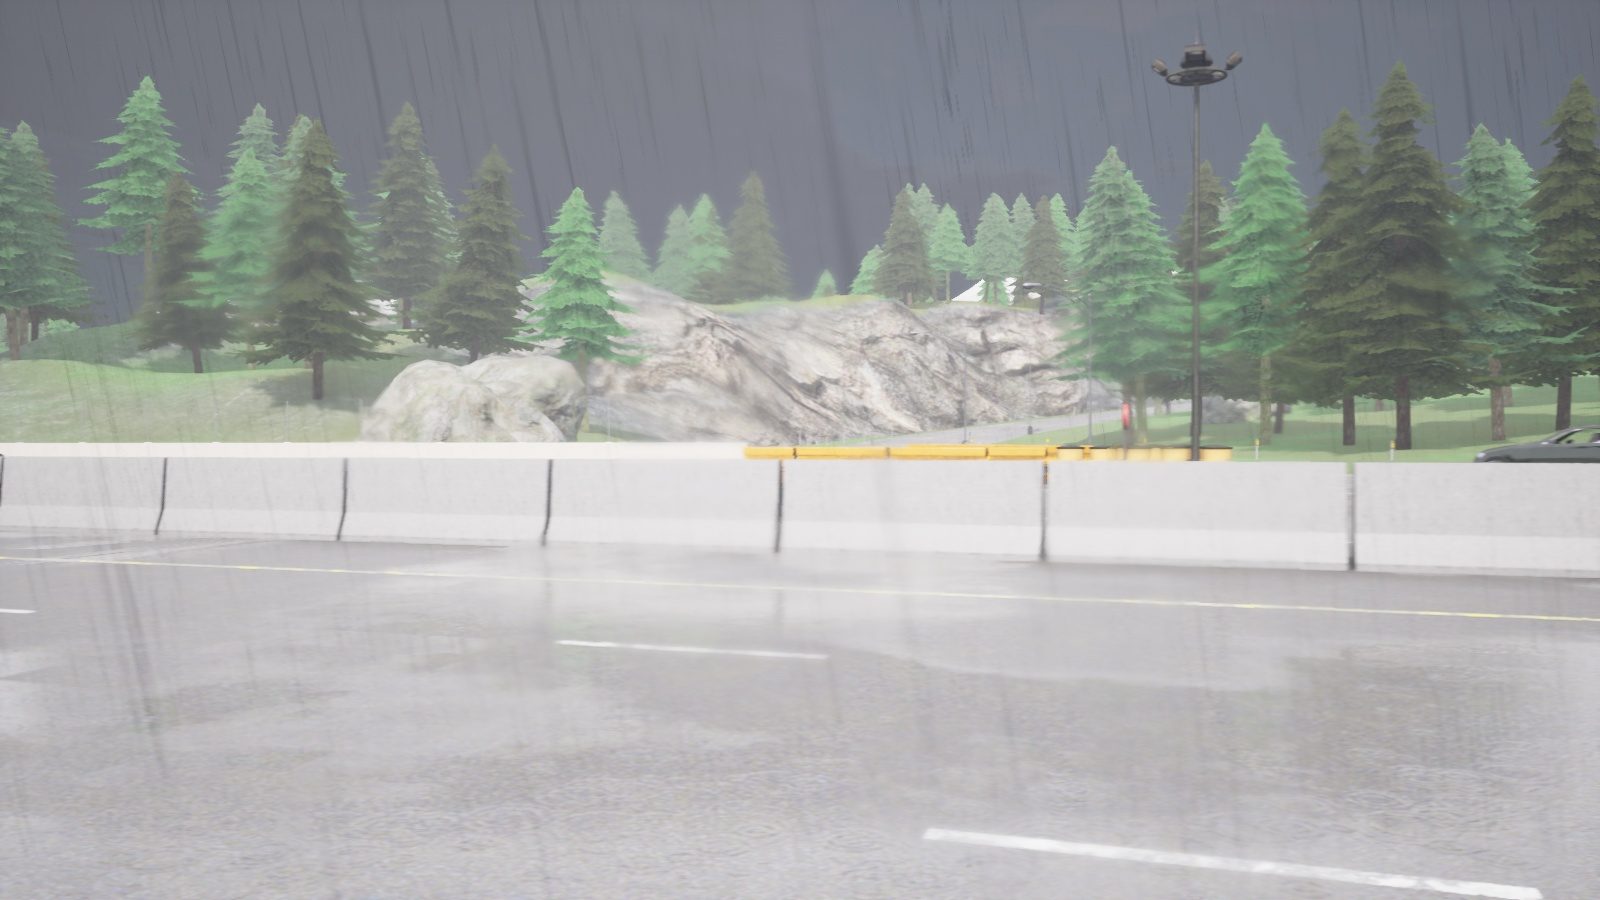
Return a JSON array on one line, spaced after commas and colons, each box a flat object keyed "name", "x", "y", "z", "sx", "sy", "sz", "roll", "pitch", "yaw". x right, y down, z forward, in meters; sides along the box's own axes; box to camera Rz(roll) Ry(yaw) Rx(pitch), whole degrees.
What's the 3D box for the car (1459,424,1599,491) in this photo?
[{"name": "car", "x": 19.943, "y": 0.165, "z": 32.163, "sx": 5.027, "sy": 1.651, "sz": 2.152, "roll": 1, "pitch": 1, "yaw": 44}]
